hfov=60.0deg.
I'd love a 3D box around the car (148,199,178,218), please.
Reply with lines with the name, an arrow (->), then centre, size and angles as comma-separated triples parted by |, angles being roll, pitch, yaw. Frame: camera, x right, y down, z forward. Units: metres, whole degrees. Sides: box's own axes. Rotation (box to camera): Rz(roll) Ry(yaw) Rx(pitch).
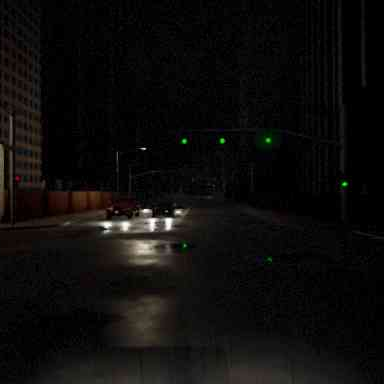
car -> -2.770, 1.665, 32.721 | 1.837, 1.490, 4.892 | 0, 0, 2

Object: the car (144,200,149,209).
car -> -5.888, 1.804, 47.799 | 1.994, 1.385, 4.181 | 0, 0, 2

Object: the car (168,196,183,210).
car -> -2.386, 1.714, 47.835 | 2.128, 1.511, 4.902 | 0, 0, 2

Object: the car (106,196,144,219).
car -> -6.313, 1.394, 31.092 | 2.150, 2.045, 5.566 | 0, 0, 2
